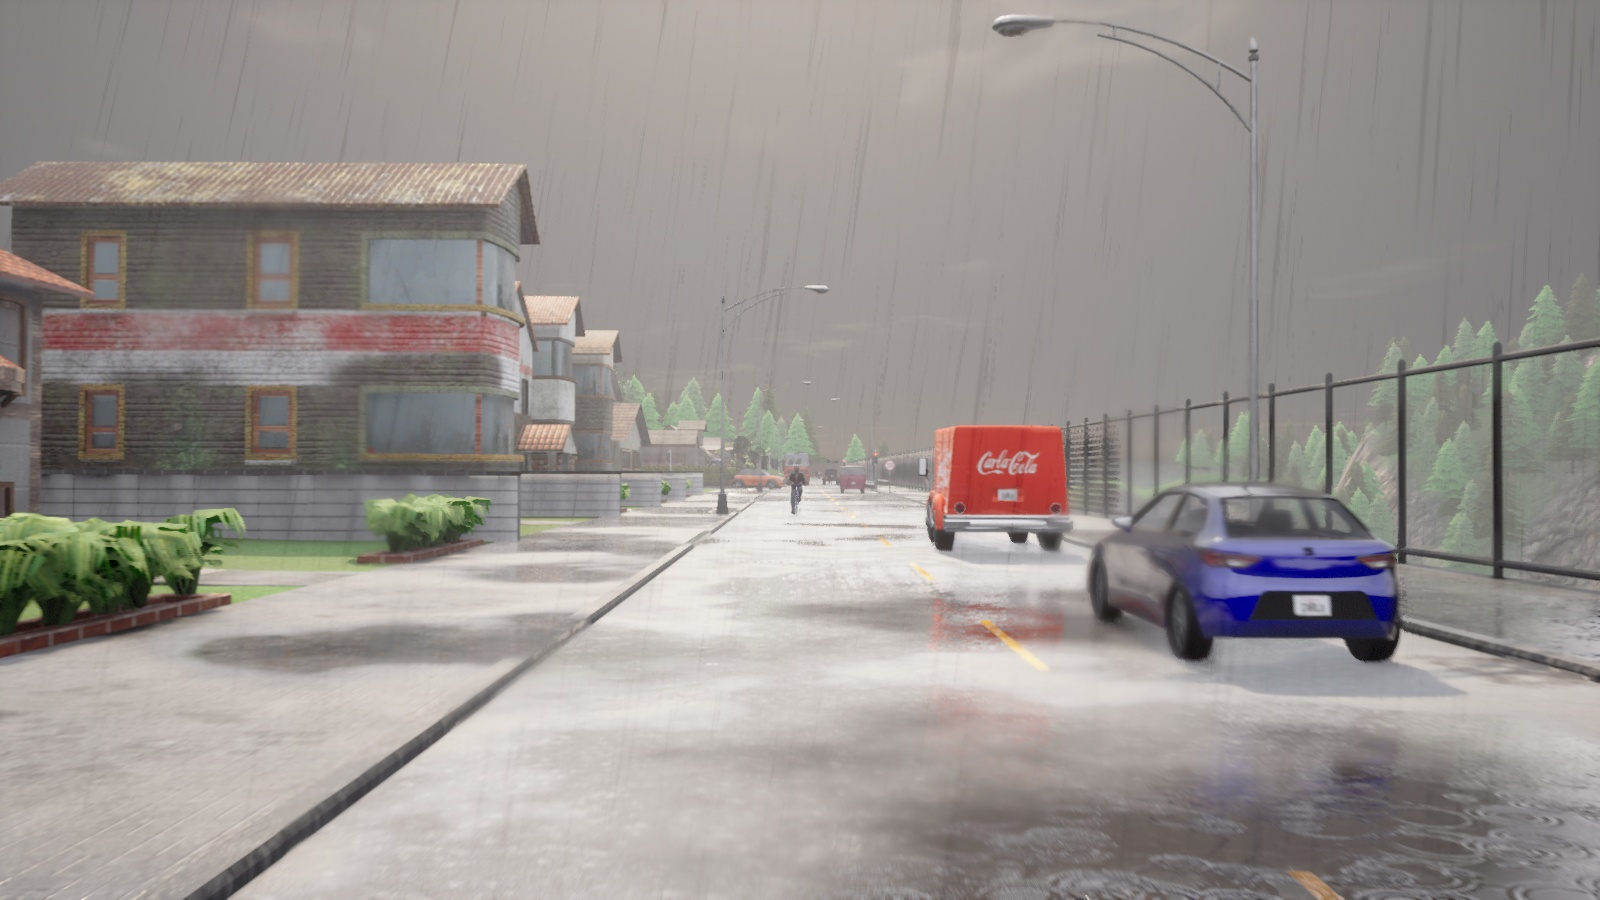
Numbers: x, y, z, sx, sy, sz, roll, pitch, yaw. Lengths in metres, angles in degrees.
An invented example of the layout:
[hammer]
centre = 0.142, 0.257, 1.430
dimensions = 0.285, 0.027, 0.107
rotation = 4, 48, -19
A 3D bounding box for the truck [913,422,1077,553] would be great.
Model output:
[truck]
centre = 3.934, 0.755, 26.426
dimensions = 2.627, 2.467, 5.204
rotation = 0, -1, 0

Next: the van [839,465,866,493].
[van]
centre = 3.777, 2.067, 90.488
dimensions = 1.775, 1.987, 4.442
rotation = 0, -1, 0

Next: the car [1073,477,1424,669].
[car]
centre = 3.971, 1.012, 11.945
dimensions = 1.816, 1.474, 4.193
rotation = 0, -1, 0
